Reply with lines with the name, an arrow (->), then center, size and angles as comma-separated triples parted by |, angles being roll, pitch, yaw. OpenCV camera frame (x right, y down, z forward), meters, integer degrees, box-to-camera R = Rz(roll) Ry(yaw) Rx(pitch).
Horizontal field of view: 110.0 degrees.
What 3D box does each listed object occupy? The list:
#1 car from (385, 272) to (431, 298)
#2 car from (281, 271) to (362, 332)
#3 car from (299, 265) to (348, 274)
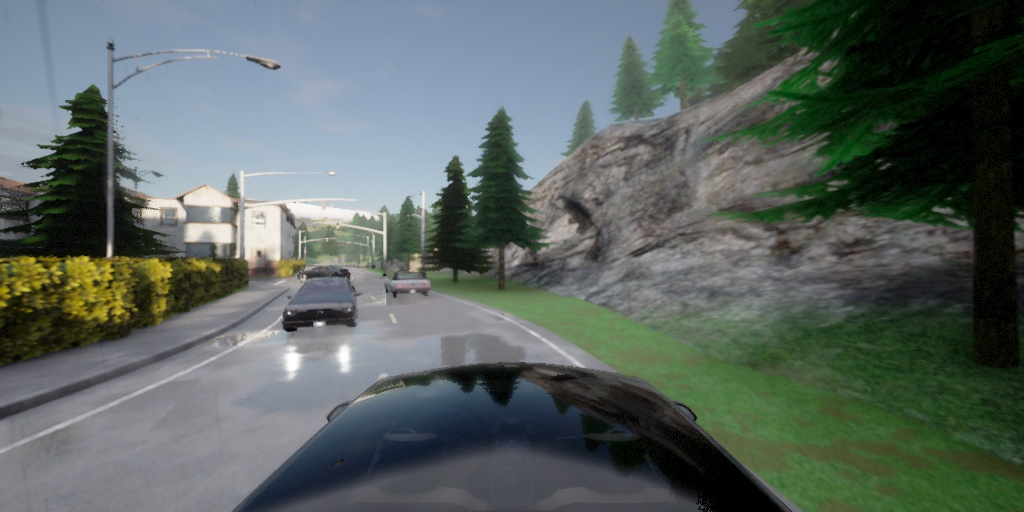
car -> -6.024, 1.543, 20.299 | 1.895, 1.301, 4.718 | 0, -1, -26
car -> -6.046, 1.417, 11.808 | 2.033, 1.411, 5.357 | 0, -1, -23
car -> -17.727, 1.628, 33.738 | 4.892, 1.490, 1.837 | 0, -2, 13
